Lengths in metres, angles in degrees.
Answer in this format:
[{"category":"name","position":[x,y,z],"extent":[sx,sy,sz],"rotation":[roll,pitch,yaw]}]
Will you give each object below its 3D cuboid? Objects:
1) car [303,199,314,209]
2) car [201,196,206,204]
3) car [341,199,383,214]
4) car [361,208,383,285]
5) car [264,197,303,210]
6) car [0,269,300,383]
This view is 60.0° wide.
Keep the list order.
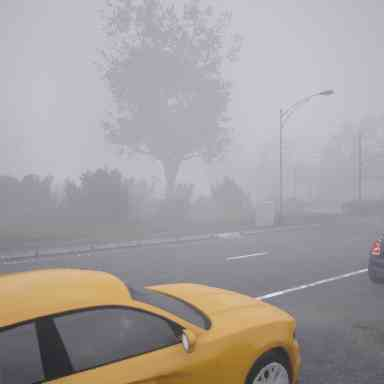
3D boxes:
[{"category":"car","position":[14.190,1.475,45.102],"extent":[1.882,1.535,5.008],"rotation":[0,0,-32]},{"category":"car","position":[3.009,1.463,56.027],"extent":[1.837,1.490,4.892],"rotation":[0,0,-33]},{"category":"car","position":[17.196,1.492,32.907],"extent":[2.128,1.511,4.902],"rotation":[0,0,-26]},{"category":"car","position":[6.435,1.352,8.310],"extent":[4.553,1.767,2.097],"rotation":[0,0,-35]},{"category":"car","position":[11.314,1.490,43.063],"extent":[2.128,1.511,4.902],"rotation":[0,0,-32]},{"category":"car","position":[-1.116,1.478,2.952],"extent":[5.008,1.535,1.882],"rotation":[0,0,-35]}]
